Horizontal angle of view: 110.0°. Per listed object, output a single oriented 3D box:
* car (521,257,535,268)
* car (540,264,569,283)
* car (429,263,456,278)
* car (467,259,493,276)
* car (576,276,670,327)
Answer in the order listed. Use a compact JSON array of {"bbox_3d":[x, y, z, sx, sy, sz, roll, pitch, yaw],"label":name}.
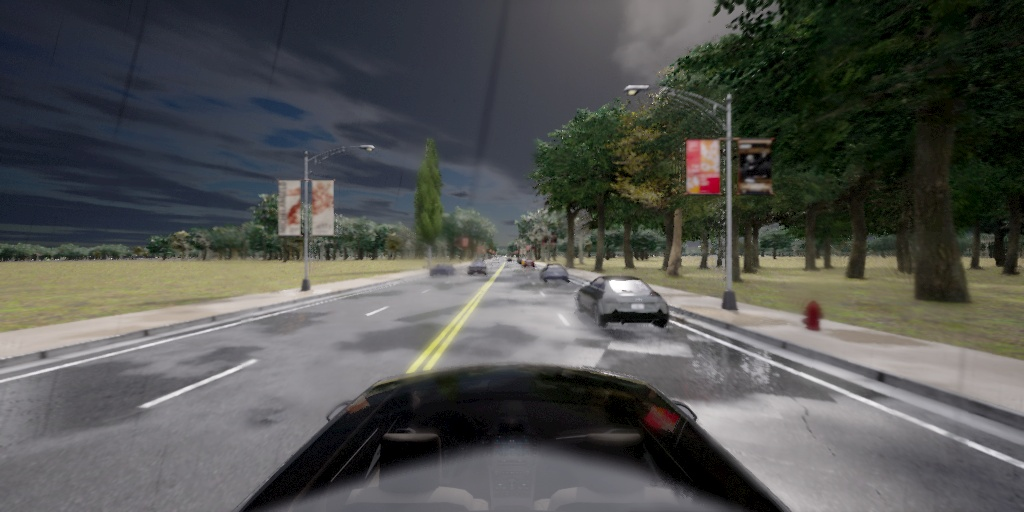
[{"bbox_3d":[3.056,1.308,62.229,1.812,1.442,4.674,0,0,0],"label":"car"},{"bbox_3d":[3.311,1.314,28.369,1.994,1.385,4.181,0,0,0],"label":"car"},{"bbox_3d":[-6.656,1.354,34.631,1.895,1.301,4.718,0,0,0],"label":"car"},{"bbox_3d":[-3.412,1.302,36.840,2.033,1.411,5.357,0,0,0],"label":"car"},{"bbox_3d":[3.343,1.313,11.535,1.994,1.385,4.181,0,0,0],"label":"car"}]
